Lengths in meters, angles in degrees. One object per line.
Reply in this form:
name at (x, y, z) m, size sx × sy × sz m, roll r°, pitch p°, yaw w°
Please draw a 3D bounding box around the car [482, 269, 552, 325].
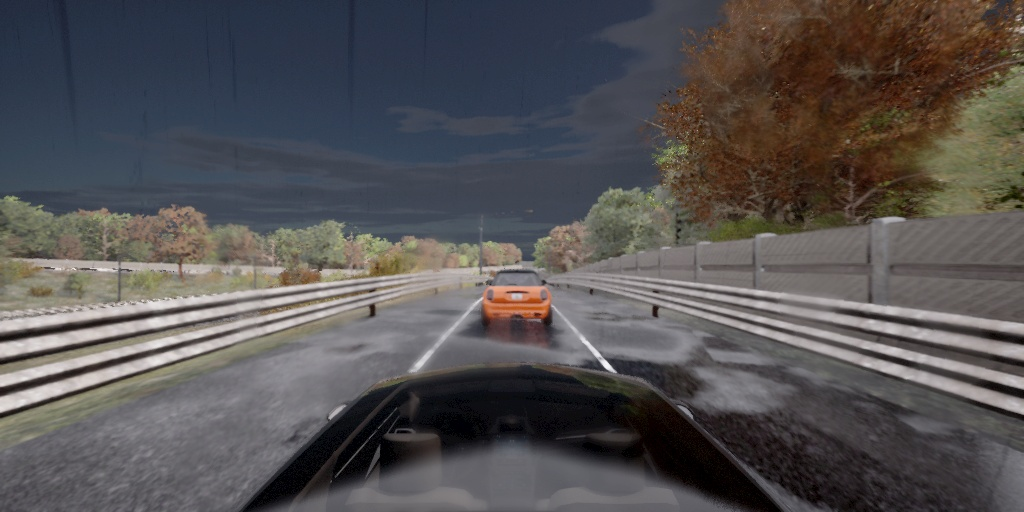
car at (0.157, 1.245, 12.476) m, size 2.097 × 1.767 × 4.553 m, roll 0°, pitch -1°, yaw 0°
